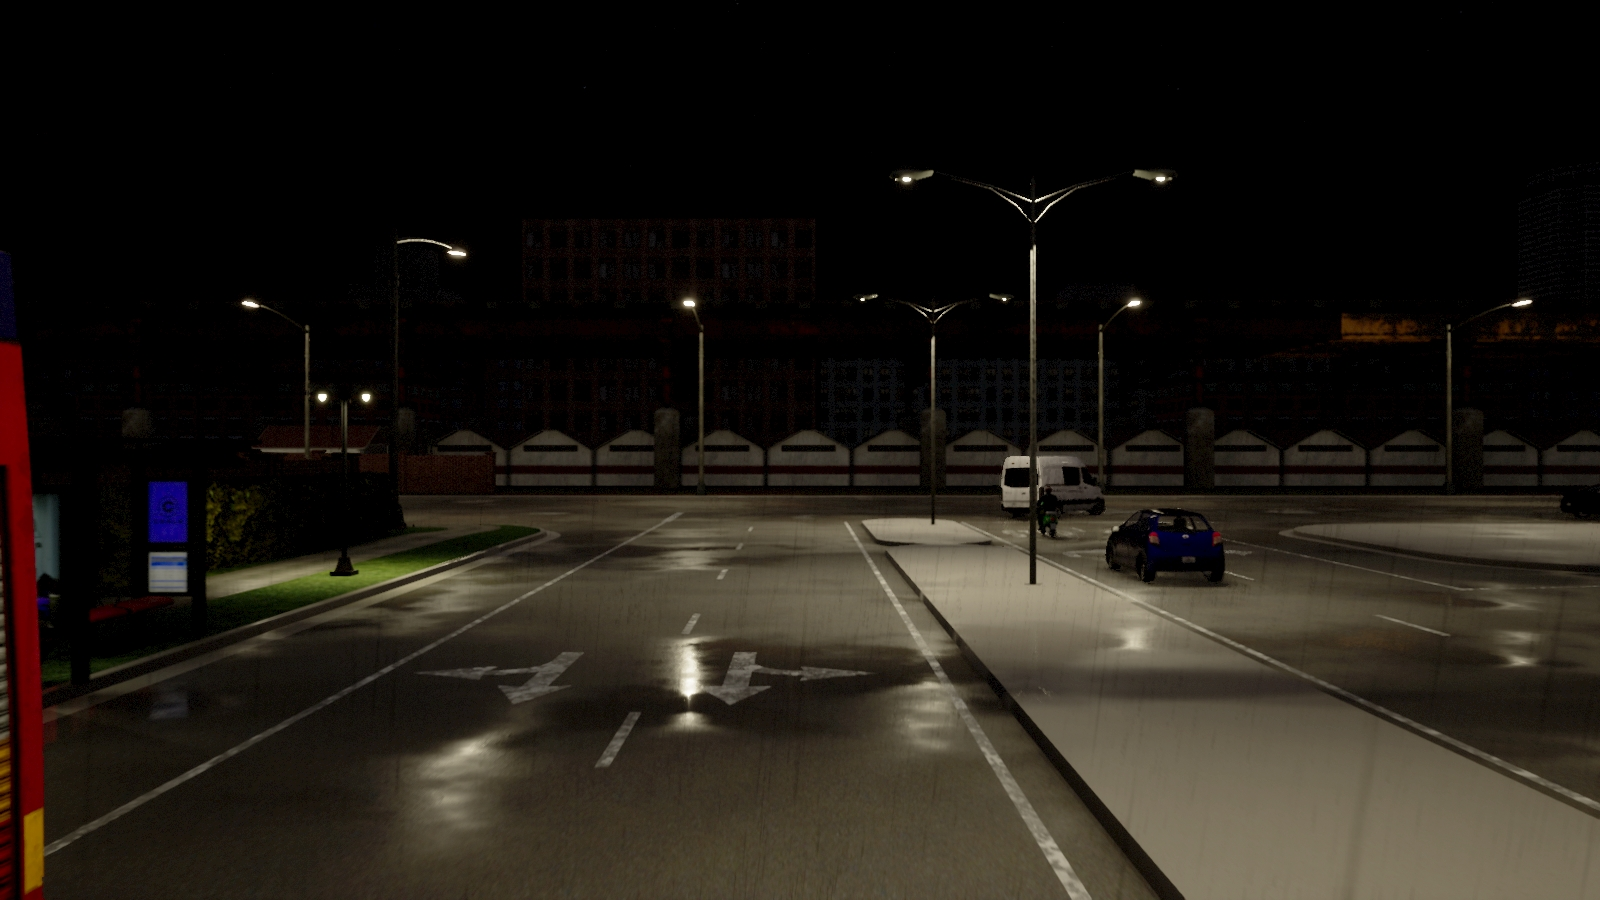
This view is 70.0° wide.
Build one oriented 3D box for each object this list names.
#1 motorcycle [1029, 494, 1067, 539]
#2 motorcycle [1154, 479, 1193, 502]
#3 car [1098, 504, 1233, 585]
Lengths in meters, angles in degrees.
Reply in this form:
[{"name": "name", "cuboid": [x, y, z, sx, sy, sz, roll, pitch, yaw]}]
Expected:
[{"name": "motorcycle", "cuboid": [7.997, 2.128, 36.926, 0.856, 1.341, 1.805, 0, 0, 0]}, {"name": "motorcycle", "cuboid": [20.055, 2.180, 61.397, 1.805, 1.236, 0.856, 0, 0, 0]}, {"name": "car", "cuboid": [8.005, 2.037, 25.365, 1.845, 1.501, 3.633, 0, 0, 0]}]
